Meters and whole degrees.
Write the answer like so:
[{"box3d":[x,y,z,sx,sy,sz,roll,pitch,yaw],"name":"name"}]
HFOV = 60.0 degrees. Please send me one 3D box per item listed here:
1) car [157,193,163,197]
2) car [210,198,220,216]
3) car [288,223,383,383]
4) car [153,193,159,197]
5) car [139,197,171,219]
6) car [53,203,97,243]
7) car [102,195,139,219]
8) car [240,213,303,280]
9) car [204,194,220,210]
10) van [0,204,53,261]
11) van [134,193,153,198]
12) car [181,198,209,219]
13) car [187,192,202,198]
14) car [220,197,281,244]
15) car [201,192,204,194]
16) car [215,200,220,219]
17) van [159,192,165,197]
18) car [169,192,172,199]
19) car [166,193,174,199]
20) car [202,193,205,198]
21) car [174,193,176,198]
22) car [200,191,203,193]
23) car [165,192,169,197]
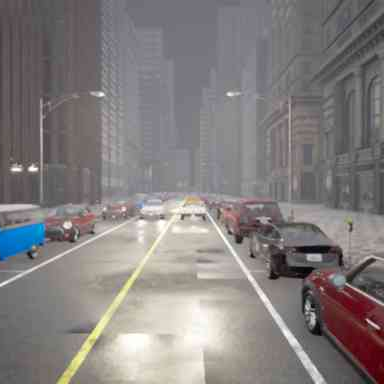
[{"box3d":[-5.795,1.243,49.024,2.008,1.369,4.403,0,0,0],"name":"car"},{"box3d":[2.744,1.397,26.492,1.947,1.339,4.313,0,0,0],"name":"car"},{"box3d":[2.756,1.414,3.946,1.967,1.590,4.097,0,0,0],"name":"car"},{"box3d":[-5.792,1.253,43.218,1.752,1.417,4.829,0,0,0],"name":"car"},{"box3d":[-3.022,1.355,26.976,1.812,1.442,4.674,0,0,0],"name":"car"},{"box3d":[-5.775,1.343,15.205,1.967,1.590,4.097,0,0,0],"name":"car"},{"box3d":[-5.782,1.272,26.478,1.967,1.590,4.097,0,0,0],"name":"car"},{"box3d":[2.754,1.504,9.583,1.947,1.339,4.313,0,0,0],"name":"car"},{"box3d":[2.736,1.200,37.763,1.967,1.590,4.097,0,0,0],"name":"car"},{"box3d":[-5.772,1.280,9.567,1.690,1.788,3.998,0,0,0],"name":"van"},{"box3d":[-5.789,1.102,37.750,1.690,1.788,3.998,0,0,0],"name":"van"},{"box3d":[0.084,1.430,26.794,1.895,1.301,4.718,0,0,0],"name":"car"},{"box3d":[0.072,1.193,45.041,1.882,1.535,5.008,0,1,0],"name":"car"},{"box3d":[2.749,1.218,15.218,2.192,1.841,5.009,0,0,0],"name":"car"},{"box3d":[2.720,1.174,65.945,1.802,1.307,4.206,0,0,0],"name":"car"},{"box3d":[2.747,1.412,20.856,1.887,1.381,4.507,0,0,0],"name":"car"},{"box3d":[-5.799,1.000,54.660,1.690,1.788,3.998,0,0,0],"name":"van"},{"box3d":[-5.806,0.908,65.933,2.192,1.841,5.009,0,0,0],"name":"car"},{"box3d":[-5.818,1.046,88.481,1.802,1.307,4.206,0,0,0],"name":"car"},{"box3d":[2.730,1.257,49.036,1.947,1.339,4.313,0,0,0],"name":"car"},{"box3d":[-5.815,1.046,82.843,2.008,1.369,4.403,0,0,0],"name":"car"},{"box3d":[2.713,1.108,77.218,1.802,1.307,4.206,0,0,0],"name":"car"},{"box3d":[-5.802,1.066,60.296,1.967,1.590,4.097,0,0,0],"name":"car"}]
